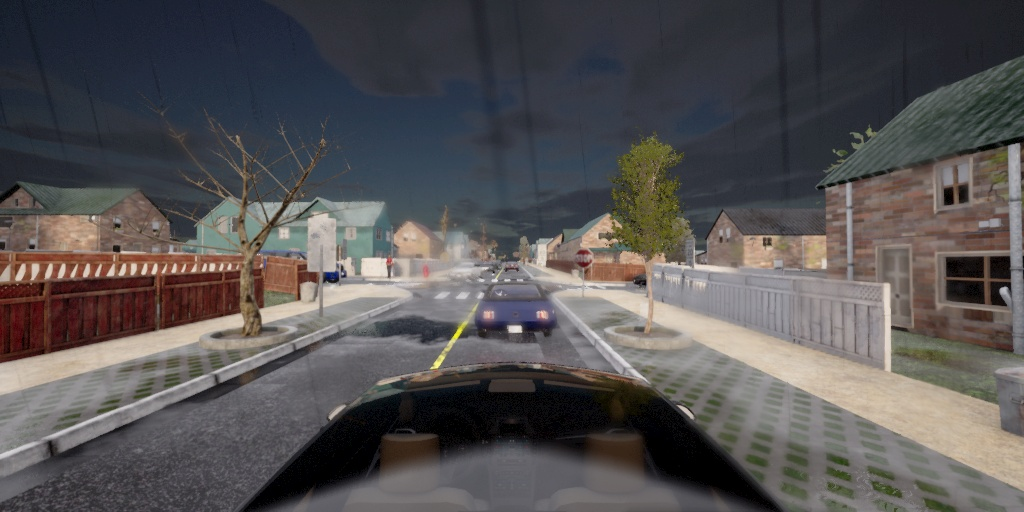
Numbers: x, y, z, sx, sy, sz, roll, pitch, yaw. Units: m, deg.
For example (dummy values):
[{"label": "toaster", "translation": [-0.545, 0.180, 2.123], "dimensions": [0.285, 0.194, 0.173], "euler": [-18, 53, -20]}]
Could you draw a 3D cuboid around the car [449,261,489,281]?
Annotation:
[{"label": "car", "translation": [-3.689, 1.298, 30.219], "dimensions": [1.812, 1.442, 4.674], "euler": [0, 0, 11]}]

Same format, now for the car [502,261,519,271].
[{"label": "car", "translation": [0.002, 1.372, 50.479], "dimensions": [2.033, 1.411, 5.357], "euler": [0, 0, 0]}]

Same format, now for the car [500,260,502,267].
[{"label": "car", "translation": [-2.926, 1.441, 55.193], "dimensions": [1.895, 1.301, 4.718], "euler": [0, 0, 0]}]

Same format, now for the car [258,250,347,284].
[{"label": "car", "translation": [-13.368, 0.694, 22.423], "dimensions": [5.566, 2.045, 2.150], "euler": [1, -1, -1]}]

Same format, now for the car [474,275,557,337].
[{"label": "car", "translation": [0.082, 1.354, 10.239], "dimensions": [1.895, 1.301, 4.718], "euler": [0, 0, 0]}]

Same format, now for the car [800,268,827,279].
[{"label": "car", "translation": [21.012, 1.646, 25.401], "dimensions": [4.553, 1.767, 2.097], "euler": [1, -1, 0]}]

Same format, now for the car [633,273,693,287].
[{"label": "car", "translation": [11.184, 1.550, 25.385], "dimensions": [5.008, 1.535, 1.882], "euler": [1, -1, 0]}]

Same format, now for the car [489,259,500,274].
[{"label": "car", "translation": [-2.925, 1.293, 42.266], "dimensions": [2.128, 1.511, 4.902], "euler": [0, 0, 0]}]

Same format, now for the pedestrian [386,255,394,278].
[{"label": "pedestrian", "translation": [-9.681, 0.792, 28.264], "dimensions": [0.375, 1.860, 0.375], "euler": [0, -2, 0]}]
